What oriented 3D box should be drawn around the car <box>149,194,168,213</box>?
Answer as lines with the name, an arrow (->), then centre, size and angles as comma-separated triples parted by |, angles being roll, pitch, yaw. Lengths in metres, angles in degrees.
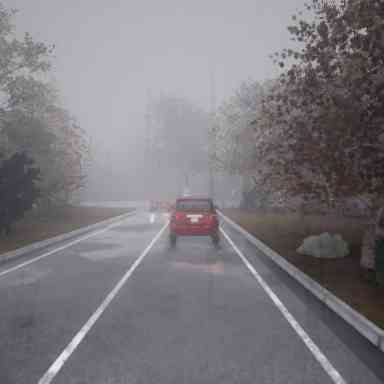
car -> -3.521, 1.250, 38.265 | 2.150, 2.045, 5.566 | 0, 0, 0

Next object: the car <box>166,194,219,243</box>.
car -> 0.102, 1.233, 16.265 | 2.150, 2.045, 5.566 | 0, 0, 0

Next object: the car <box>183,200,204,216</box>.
car -> 0.104, 1.586, 33.884 | 1.994, 1.385, 4.181 | 0, 0, 0
